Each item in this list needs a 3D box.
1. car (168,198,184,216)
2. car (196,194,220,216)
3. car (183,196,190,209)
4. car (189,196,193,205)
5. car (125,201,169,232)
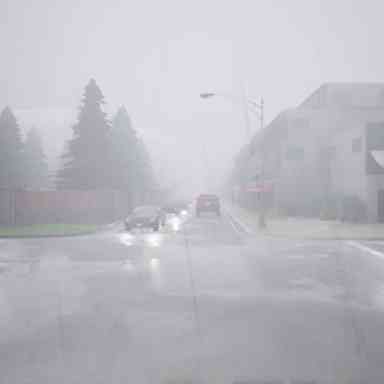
[{"bbox_3d":[-2.159,1.569,32.301,1.895,1.301,4.718,0,0,3],"label":"car"},{"bbox_3d":[1.560,1.189,32.695,2.150,2.045,5.566,0,0,3],"label":"car"},{"bbox_3d":[-1.622,1.558,43.506,1.895,1.301,4.718,0,0,3],"label":"car"},{"bbox_3d":[-0.810,1.503,59.147,1.837,1.490,4.892,0,0,3],"label":"car"},{"bbox_3d":[-2.735,1.506,20.311,1.812,1.442,4.674,0,0,3],"label":"car"}]
